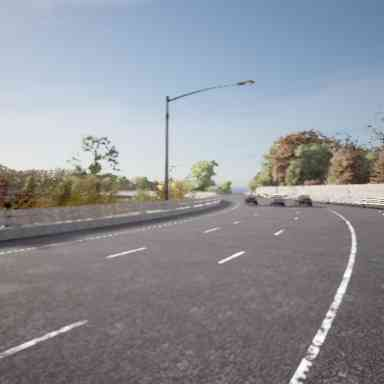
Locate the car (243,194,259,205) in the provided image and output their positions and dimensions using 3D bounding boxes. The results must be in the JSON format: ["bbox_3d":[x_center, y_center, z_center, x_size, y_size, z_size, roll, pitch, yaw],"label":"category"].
[{"bbox_3d":[8.566,1.133,48.177,1.837,1.490,4.892,0,0,9],"label":"car"}]

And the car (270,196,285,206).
[{"bbox_3d":[11.861,1.211,46.248,2.033,1.411,5.357,0,0,10],"label":"car"}]

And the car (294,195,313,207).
[{"bbox_3d":[15.178,1.196,45.320,1.837,1.490,4.892,0,0,11],"label":"car"}]
